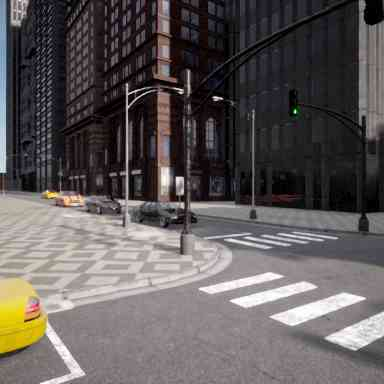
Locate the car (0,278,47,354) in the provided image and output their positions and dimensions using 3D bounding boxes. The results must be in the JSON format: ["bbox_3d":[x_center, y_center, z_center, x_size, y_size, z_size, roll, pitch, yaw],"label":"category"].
[{"bbox_3d":[-4.251,1.525,3.617,4.829,1.417,1.752,0,0,-35],"label":"car"}]

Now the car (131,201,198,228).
[{"bbox_3d":[-1.863,1.237,20.275,2.033,1.411,5.357,0,1,-36],"label":"car"}]

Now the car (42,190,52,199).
[{"bbox_3d":[-24.392,0.422,57.049,1.882,1.535,5.008,0,1,-36],"label":"car"}]

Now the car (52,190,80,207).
[{"bbox_3d":[-13.428,0.681,36.355,2.097,1.767,4.553,0,1,-35],"label":"car"}]

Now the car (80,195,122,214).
[{"bbox_3d":[-7.578,1.013,28.219,1.837,1.490,4.892,0,1,-36],"label":"car"}]
